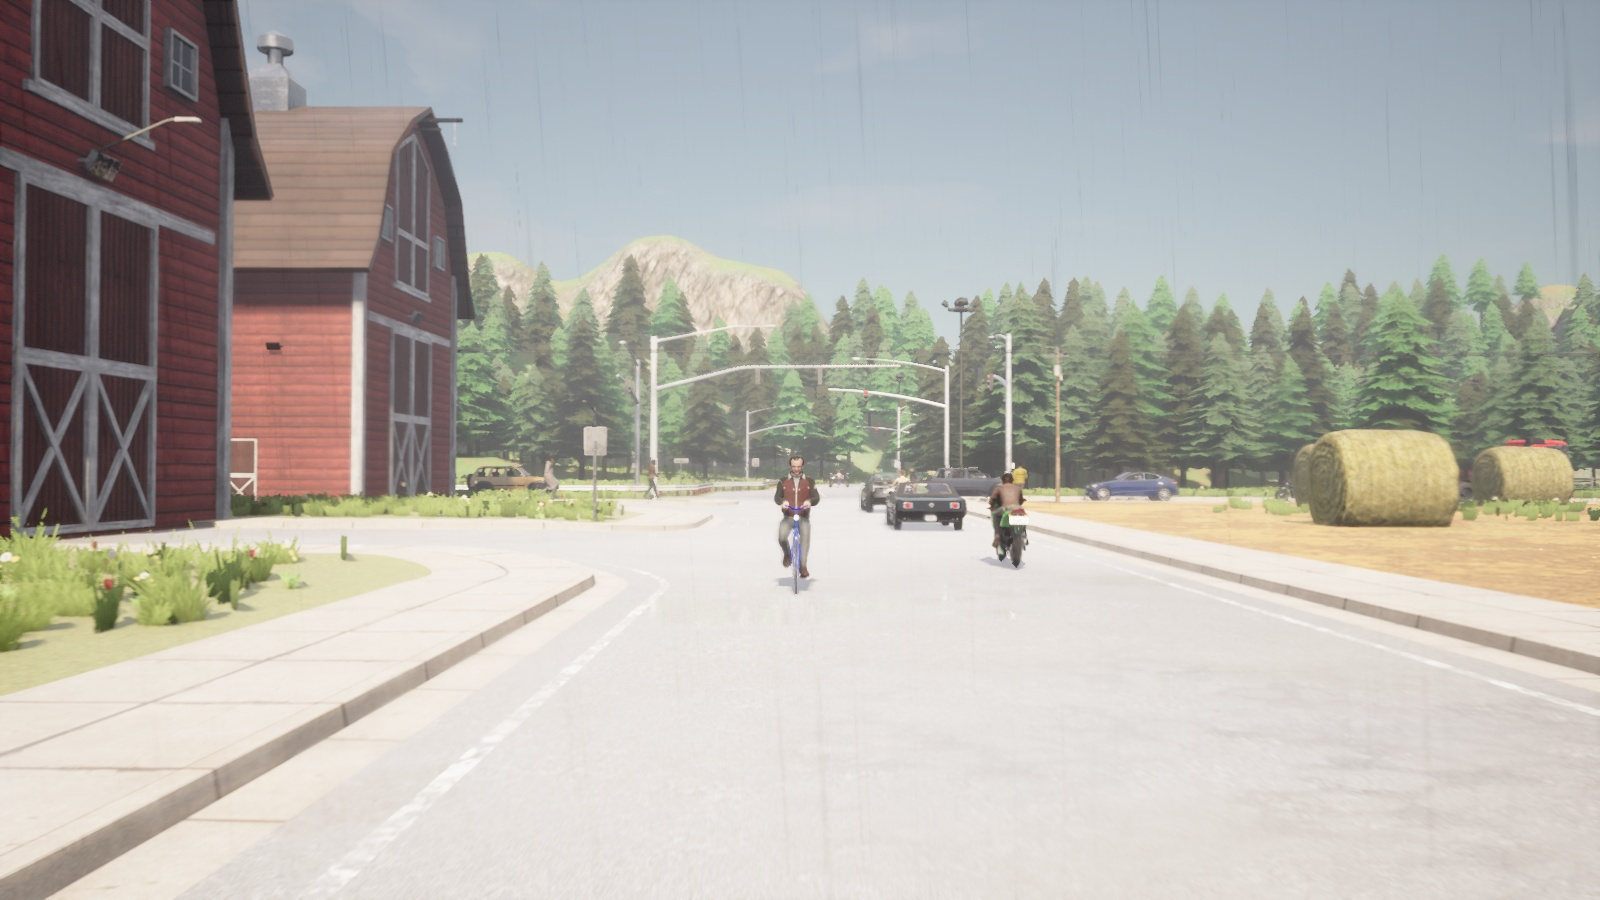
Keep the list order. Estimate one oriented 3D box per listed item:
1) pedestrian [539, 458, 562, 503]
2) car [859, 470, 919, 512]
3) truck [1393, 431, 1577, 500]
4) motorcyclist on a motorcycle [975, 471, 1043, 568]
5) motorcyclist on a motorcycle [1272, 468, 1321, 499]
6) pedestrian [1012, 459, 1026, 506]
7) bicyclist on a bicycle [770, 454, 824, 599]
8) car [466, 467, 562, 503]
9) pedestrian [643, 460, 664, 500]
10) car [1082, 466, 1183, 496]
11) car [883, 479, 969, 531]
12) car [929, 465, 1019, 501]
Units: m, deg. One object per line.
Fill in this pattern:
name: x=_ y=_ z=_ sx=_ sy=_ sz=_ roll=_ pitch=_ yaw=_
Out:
pedestrian: x=-10.879 y=1.315 z=54.754 sx=0.873 sy=1.952 sz=0.659 roll=0 pitch=-1 yaw=-18
car: x=3.383 y=1.558 z=48.600 sx=2.007 sy=1.525 sz=4.514 roll=0 pitch=-1 yaw=0
truck: x=35.636 y=0.814 z=65.532 sx=7.936 sy=3.462 sz=2.891 roll=0 pitch=-1 yaw=1
motorcyclist on a motorcycle: x=3.450 y=1.119 z=20.903 sx=0.797 sy=1.523 sz=2.044 roll=0 pitch=-1 yaw=0
motorcyclist on a motorcycle: x=27.334 y=1.840 z=69.146 sx=2.350 sy=1.649 sz=0.766 roll=0 pitch=-1 yaw=1
pedestrian: x=8.599 y=1.266 z=49.294 sx=0.431 sy=1.840 sz=0.709 roll=0 pitch=-1 yaw=0
bicyclist on a bicycle: x=-0.039 y=0.960 z=16.372 sx=0.659 sy=1.776 sz=1.843 roll=0 pitch=-1 yaw=0
car: x=-15.068 y=1.828 z=66.311 sx=4.605 sy=1.855 sz=1.932 roll=0 pitch=-1 yaw=1
pedestrian: x=-6.574 y=1.340 z=56.410 sx=0.869 sy=1.805 sz=0.328 roll=0 pitch=-1 yaw=-25
car: x=18.294 y=1.707 z=69.290 sx=5.027 sy=1.651 sz=2.152 roll=0 pitch=-1 yaw=1
car: x=3.414 y=1.484 z=34.819 sx=1.895 sy=1.301 sz=4.718 roll=0 pitch=-1 yaw=0
car: x=9.116 y=1.721 z=65.964 sx=4.605 sy=1.855 sz=1.932 roll=0 pitch=-1 yaw=8
